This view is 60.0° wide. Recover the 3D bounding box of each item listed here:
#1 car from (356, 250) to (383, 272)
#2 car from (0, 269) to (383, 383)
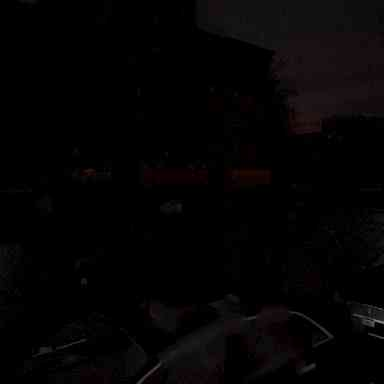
[{"bbox_3d":[4.188,1.549,5.817,4.403,1.369,2.008,0,-2,-35],"label":"car"},{"bbox_3d":[-0.251,1.550,2.656,4.403,1.369,2.008,0,-2,-35],"label":"car"}]
